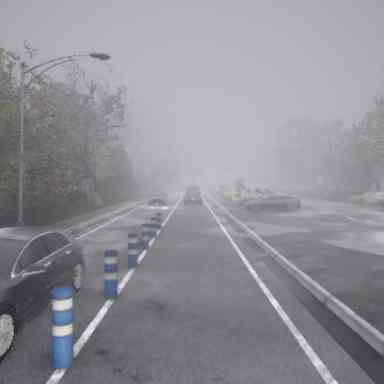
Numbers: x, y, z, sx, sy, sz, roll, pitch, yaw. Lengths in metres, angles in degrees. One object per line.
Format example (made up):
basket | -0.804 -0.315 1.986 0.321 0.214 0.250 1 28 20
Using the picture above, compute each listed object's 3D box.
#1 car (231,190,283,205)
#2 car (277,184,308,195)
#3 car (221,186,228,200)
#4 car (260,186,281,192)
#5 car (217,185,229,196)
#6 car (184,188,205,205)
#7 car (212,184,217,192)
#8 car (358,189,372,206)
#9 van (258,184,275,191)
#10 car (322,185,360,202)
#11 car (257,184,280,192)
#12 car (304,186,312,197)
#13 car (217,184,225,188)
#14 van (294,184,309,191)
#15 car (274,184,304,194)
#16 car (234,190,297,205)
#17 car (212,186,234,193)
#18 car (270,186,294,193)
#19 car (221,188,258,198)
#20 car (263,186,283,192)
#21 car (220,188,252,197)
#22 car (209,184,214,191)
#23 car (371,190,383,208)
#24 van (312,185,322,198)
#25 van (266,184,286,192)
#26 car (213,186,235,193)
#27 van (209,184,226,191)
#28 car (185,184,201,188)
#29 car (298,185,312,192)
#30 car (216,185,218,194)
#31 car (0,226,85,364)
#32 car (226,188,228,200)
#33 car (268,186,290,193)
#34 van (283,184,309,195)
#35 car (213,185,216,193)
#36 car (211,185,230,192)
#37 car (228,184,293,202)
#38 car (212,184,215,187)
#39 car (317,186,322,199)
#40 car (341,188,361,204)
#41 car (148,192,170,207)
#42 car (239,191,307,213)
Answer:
car | 7.053 0.618 36.506 5.366 1.575 1.946 0 2 0
car | 20.172 -0.560 66.819 5.566 2.045 2.435 0 1 0
car | 6.729 0.425 42.058 5.366 1.575 1.946 0 2 0
car | 20.356 -0.815 86.211 5.008 1.535 2.097 0 1 0
car | 6.776 0.231 47.728 5.366 1.575 1.946 0 2 0
car | 0.108 0.636 36.349 1.994 1.385 4.181 0 2 0
car | 7.093 -0.278 67.021 4.792 1.488 2.163 0 1 0
car | 19.921 0.754 33.613 4.674 1.452 2.002 0 2 0
van | 20.526 -1.188 91.867 4.442 1.987 1.878 0 1 0
car | 20.022 0.174 41.907 5.566 2.045 2.435 0 2 0
car | 20.358 -1.141 89.098 5.566 2.045 2.435 0 1 0
car | 20.092 0.170 50.346 4.792 1.488 2.163 0 2 0
car | 7.061 -0.141 55.918 4.553 1.767 2.185 0 2 0
van | 20.000 -0.243 55.729 4.442 1.987 1.878 0 2 0
car | 20.195 -0.633 69.588 5.566 2.045 2.435 0 1 0
car | 6.827 0.814 30.959 5.008 1.535 2.097 0 2 0
car | 7.208 -0.596 78.120 4.892 1.521 2.231 0 1 0
car | 20.264 -0.526 75.134 5.008 1.535 2.097 0 1 0
car | 7.169 0.144 50.376 5.366 1.575 1.946 0 2 0
car | 20.337 -0.702 83.442 4.674 1.452 2.002 0 1 0
car | 7.000 0.064 53.144 4.892 1.521 2.231 0 2 0
car | 6.983 -0.455 72.572 5.366 1.575 1.946 0 1 0
car | 19.872 0.840 30.844 4.792 1.488 2.163 0 2 0
van | 20.157 0.005 47.567 4.442 1.987 1.878 0 2 0
van | 20.433 -0.899 80.791 4.442 1.987 1.878 0 1 0
car | 7.198 -0.523 75.345 4.892 1.521 2.231 0 1 0
van | 7.236 -1.256 94.766 4.442 1.987 1.878 0 1 0
car | 0.139 -0.149 51.515 2.150 2.045 5.566 0 1 1
car | 20.114 0.090 52.984 4.792 1.488 2.163 0 2 0
car | 7.082 -0.061 58.694 4.792 1.488 2.163 0 1 0
car | -3.349 1.451 5.771 1.837 1.490 4.892 0 1 0
car | 6.897 0.526 39.282 4.892 1.521 2.231 0 2 0
car | 20.297 -0.561 78.029 4.674 1.452 2.002 0 1 0
van | 20.061 -0.463 64.052 4.442 1.987 1.878 0 2 0
car | 7.070 -0.206 64.246 4.792 1.488 2.163 0 1 0
car | 7.229 -0.867 83.668 4.553 1.767 2.185 0 1 0
car | 6.873 0.466 33.724 5.566 2.045 2.435 0 2 0
car | 7.116 -0.350 69.796 4.792 1.488 2.163 0 1 0
car | 19.988 0.359 44.685 4.792 1.488 2.163 0 2 0
car | 19.762 0.615 36.382 5.366 1.575 1.946 0 2 0
car | -3.318 0.682 34.293 2.033 1.411 5.357 0 2 0
car | 6.769 0.940 28.186 4.792 1.488 2.163 0 2 0
